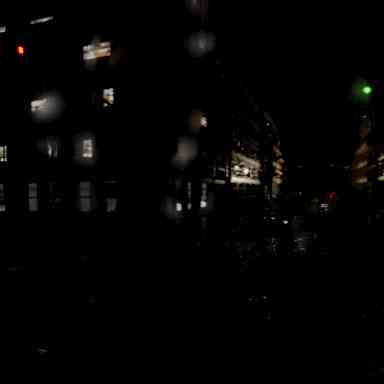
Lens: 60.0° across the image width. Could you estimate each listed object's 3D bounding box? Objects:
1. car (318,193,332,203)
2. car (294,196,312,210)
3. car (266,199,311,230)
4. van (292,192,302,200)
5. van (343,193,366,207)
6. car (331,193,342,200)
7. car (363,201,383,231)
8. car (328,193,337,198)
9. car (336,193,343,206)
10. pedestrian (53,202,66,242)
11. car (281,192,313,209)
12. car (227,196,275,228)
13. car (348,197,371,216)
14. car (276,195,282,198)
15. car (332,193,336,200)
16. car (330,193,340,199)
[{"bbox_3d":[22.673,1.050,56.840,1.882,1.535,5.008,-1,0,21],"label":"car"},{"bbox_3d":[13.272,1.261,39.579,1.812,1.442,4.674,-1,0,21],"label":"car"},{"bbox_3d":[6.037,1.384,20.417,1.837,1.490,4.892,-1,0,22],"label":"car"},{"bbox_3d":[23.209,0.847,73.420,1.690,1.788,3.998,0,0,21],"label":"van"},{"bbox_3d":[16.957,1.053,34.262,1.690,1.788,3.998,0,0,21],"label":"van"},{"bbox_3d":[30.590,0.977,70.657,1.887,1.381,4.507,0,0,21],"label":"car"},{"bbox_3d":[11.117,1.393,18.665,1.947,1.339,4.313,0,0,21],"label":"car"},{"bbox_3d":[36.432,0.858,86.254,2.008,1.369,4.403,0,0,21],"label":"car"},{"bbox_3d":[20.852,1.074,44.660,1.967,1.590,4.097,0,0,21],"label":"car"},{"bbox_3d":[-5.979,1.316,14.992,0.375,1.860,0.375,-1,1,21],"label":"pedestrian"},{"bbox_3d":[9.601,1.160,29.998,2.097,1.767,4.553,-1,0,21],"label":"car"},{"bbox_3d":[3.735,1.216,21.428,2.192,1.841,5.009,0,0,21],"label":"car"},{"bbox_3d":[15.012,1.333,29.063,1.802,1.307,4.206,0,0,21],"label":"car"},{"bbox_3d":[9.579,1.330,37.027,1.887,1.381,4.507,0,0,21],"label":"car"},{"bbox_3d":[24.748,1.105,55.059,2.008,1.369,4.403,0,0,21],"label":"car"},{"bbox_3d":[32.537,0.936,75.856,1.887,1.381,4.507,0,0,21],"label":"car"}]
